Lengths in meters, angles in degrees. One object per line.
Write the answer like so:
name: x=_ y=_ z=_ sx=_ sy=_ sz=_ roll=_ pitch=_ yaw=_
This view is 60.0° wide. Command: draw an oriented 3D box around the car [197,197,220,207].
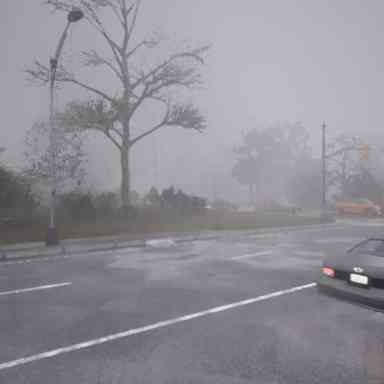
car: x=2.569 y=1.611 z=54.203 sx=1.994 sy=1.385 sz=4.181 roll=0 pitch=0 yaw=-25

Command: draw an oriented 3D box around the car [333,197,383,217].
car: x=15.435 y=1.302 z=30.393 sx=2.097 sy=1.767 sz=4.553 roll=0 pitch=0 yaw=-33

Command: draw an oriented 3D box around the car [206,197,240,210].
car: x=4.229 y=1.491 z=43.061 sx=1.837 sy=1.490 sz=4.892 roll=0 pitch=0 yaw=-27

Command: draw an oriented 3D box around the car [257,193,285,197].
car: x=9.907 y=1.178 z=39.802 sx=2.150 sy=2.045 sz=5.566 roll=0 pitch=1 yaw=-28

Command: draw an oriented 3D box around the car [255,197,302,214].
car: x=8.840 y=1.506 z=34.528 sx=2.033 sy=1.411 sz=5.357 roll=0 pitch=0 yaw=-29

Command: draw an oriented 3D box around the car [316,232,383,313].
car: x=4.929 y=1.534 z=7.123 sx=5.357 sy=1.411 sz=2.033 roll=0 pitch=0 yaw=-34
